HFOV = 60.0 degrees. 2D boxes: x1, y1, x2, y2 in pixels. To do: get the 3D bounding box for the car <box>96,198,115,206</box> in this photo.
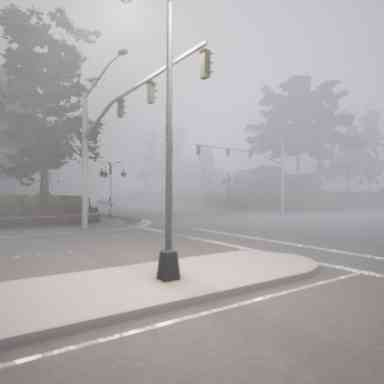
[{"bbox_3d":[-15.289,1.700,58.285,1.895,1.301,4.718,0,0,-36],"label":"car"}]
